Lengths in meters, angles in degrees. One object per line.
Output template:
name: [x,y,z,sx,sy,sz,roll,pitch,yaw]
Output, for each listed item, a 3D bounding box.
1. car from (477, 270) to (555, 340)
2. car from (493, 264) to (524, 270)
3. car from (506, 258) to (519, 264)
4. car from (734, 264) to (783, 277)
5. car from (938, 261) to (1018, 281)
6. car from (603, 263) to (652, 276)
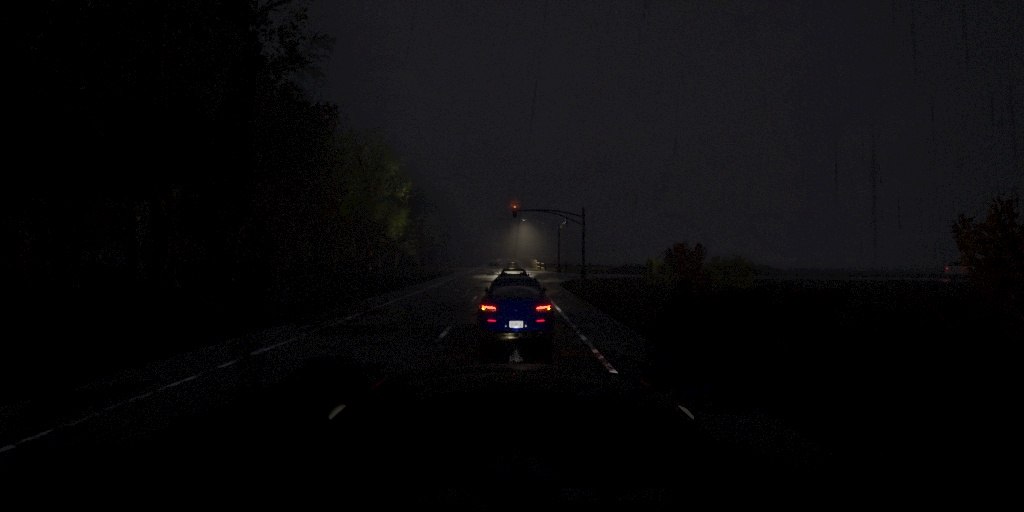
car: [0.097,1.278,9.873,1.812,1.442,4.674,0,0,0]
car: [0.091,1.319,18.628,1.994,1.385,4.181,0,0,0]
car: [0.077,1.261,63.789,1.837,1.490,4.892,0,0,0]
car: [27.738,1.659,40.861,5.357,1.411,2.033,1,-1,0]
car: [48.533,1.500,37.181,5.566,2.045,2.150,1,-1,0]
car: [13.240,1.504,41.116,5.357,1.411,2.033,1,-1,3]
